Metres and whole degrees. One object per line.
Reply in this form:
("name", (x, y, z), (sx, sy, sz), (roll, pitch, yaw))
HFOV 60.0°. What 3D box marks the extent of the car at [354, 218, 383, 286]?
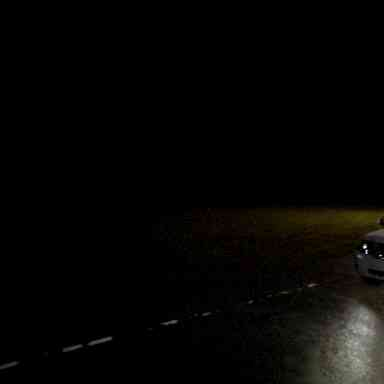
("car", (6.450, 1.278, 8.501), (5.566, 2.045, 2.150), (0, 0, -36))
